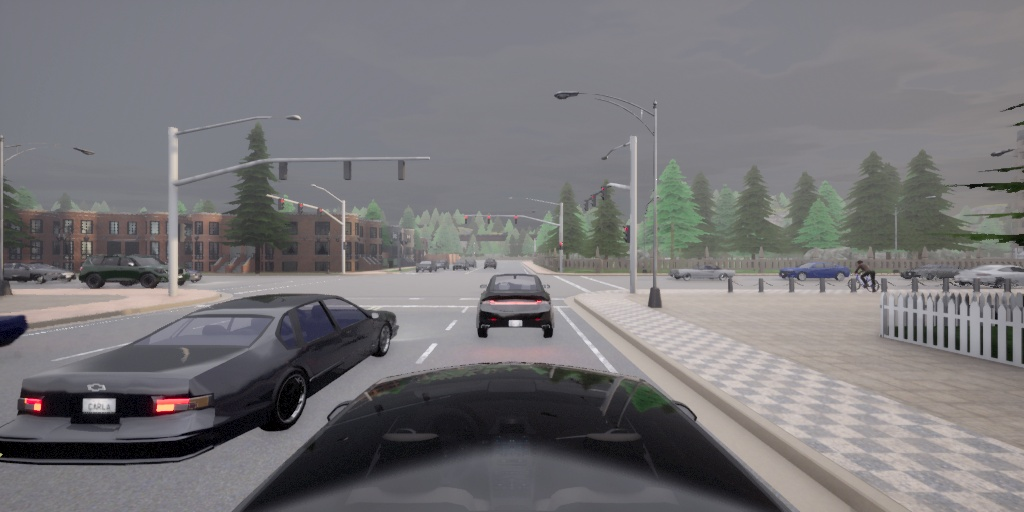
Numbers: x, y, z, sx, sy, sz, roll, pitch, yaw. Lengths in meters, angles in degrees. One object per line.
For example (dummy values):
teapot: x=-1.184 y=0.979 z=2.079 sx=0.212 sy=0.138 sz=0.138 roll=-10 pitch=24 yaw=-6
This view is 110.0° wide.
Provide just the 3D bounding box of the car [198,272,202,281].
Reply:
car: x=-25.536 y=1.276 z=26.300 sx=4.674 sy=1.442 sz=1.812 roll=0 pitch=0 yaw=-1

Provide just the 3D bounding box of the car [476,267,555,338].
car: x=0.087 y=1.242 z=10.176 sx=2.128 sy=1.511 sz=4.902 roll=0 pitch=0 yaw=0

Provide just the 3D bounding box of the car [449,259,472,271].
car: x=-7.062 y=1.255 z=49.919 sx=1.837 sy=1.490 sz=4.892 roll=0 pitch=0 yaw=0

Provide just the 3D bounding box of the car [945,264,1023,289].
car: x=30.701 y=1.276 z=22.418 sx=4.674 sy=1.442 sz=1.812 roll=0 pitch=0 yaw=0

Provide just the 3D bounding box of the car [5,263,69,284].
car: x=-34.792 y=1.242 z=25.910 sx=4.902 sy=1.511 sz=2.128 roll=0 pitch=0 yaw=-6

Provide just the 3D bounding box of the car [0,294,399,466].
car: x=-3.434 y=1.297 z=5.511 sx=2.033 sy=1.411 sz=5.357 roll=0 pitch=0 yaw=1

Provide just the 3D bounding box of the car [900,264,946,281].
car: x=34.847 y=1.314 z=29.594 sx=4.181 sy=1.385 sz=1.994 roll=0 pitch=0 yaw=1

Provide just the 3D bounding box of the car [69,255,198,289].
car: x=-23.948 y=0.972 z=22.861 sx=5.566 sy=2.045 sz=2.150 roll=0 pitch=0 yaw=-1

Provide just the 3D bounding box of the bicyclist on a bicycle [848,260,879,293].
bicyclist on a bicycle: x=18.260 y=1.052 z=18.652 sx=0.582 sy=1.620 sz=1.656 roll=0 pitch=0 yaw=0

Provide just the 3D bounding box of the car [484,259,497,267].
car: x=-3.362 y=1.255 z=57.335 sx=1.837 sy=1.490 sz=4.892 roll=0 pitch=0 yaw=0

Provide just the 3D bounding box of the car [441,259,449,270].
car: x=-10.553 y=1.241 z=53.610 sx=2.128 sy=1.511 sz=4.902 roll=0 pitch=0 yaw=0

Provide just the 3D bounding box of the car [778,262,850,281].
car: x=24.873 y=1.228 z=29.622 sx=5.008 sy=1.535 sz=1.882 roll=0 pitch=0 yaw=0

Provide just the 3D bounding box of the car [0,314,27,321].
car: x=-10.531 y=1.351 z=4.812 sx=1.895 sy=1.301 sz=4.718 roll=0 pitch=0 yaw=1

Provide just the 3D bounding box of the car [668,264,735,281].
car: x=15.581 y=1.351 z=29.640 sx=4.718 sy=1.301 sz=1.895 roll=0 pitch=0 yaw=0

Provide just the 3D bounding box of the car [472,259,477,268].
car: x=-7.019 y=1.255 z=59.903 sx=1.837 sy=1.490 sz=4.892 roll=0 pitch=0 yaw=0

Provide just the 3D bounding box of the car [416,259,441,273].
car: x=-10.555 y=1.276 z=44.502 sx=1.812 sy=1.442 sz=4.674 roll=0 pitch=0 yaw=0
